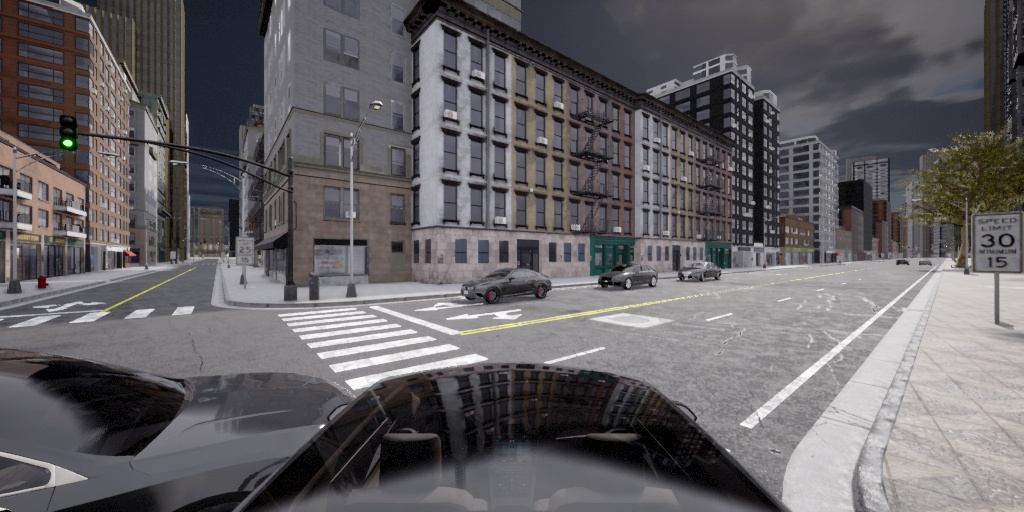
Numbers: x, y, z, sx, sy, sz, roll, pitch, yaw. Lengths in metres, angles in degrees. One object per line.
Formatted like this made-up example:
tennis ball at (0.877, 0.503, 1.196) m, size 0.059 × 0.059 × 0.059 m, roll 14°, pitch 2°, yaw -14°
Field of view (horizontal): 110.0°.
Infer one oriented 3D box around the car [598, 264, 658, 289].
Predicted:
car at (7.497, 1.257, 22.953) m, size 4.892 × 1.490 × 1.837 m, roll 0°, pitch 0°, yaw -39°

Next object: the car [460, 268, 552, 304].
car at (-0.152, 1.286, 16.676) m, size 4.674 × 1.442 × 1.812 m, roll 0°, pitch 0°, yaw -39°

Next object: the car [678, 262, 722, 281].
car at (15.463, 1.234, 29.477) m, size 4.902 × 1.511 × 2.128 m, roll 0°, pitch 0°, yaw -39°

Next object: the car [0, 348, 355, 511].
car at (-3.234, 1.257, 1.683) m, size 4.892 × 1.490 × 1.837 m, roll 0°, pitch 0°, yaw -35°
